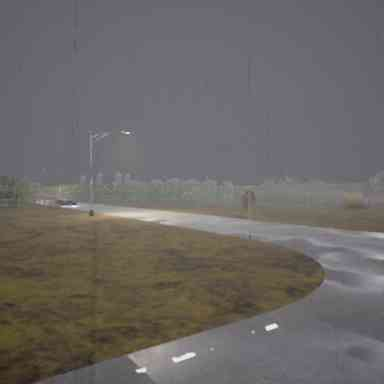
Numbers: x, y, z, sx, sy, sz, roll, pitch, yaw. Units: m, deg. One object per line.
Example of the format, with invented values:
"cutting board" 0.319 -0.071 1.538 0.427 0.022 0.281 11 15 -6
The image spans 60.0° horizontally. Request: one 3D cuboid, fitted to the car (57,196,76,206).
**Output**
"car" -18.858 1.322 49.806 1.994 1.385 4.181 -1 1 -35
